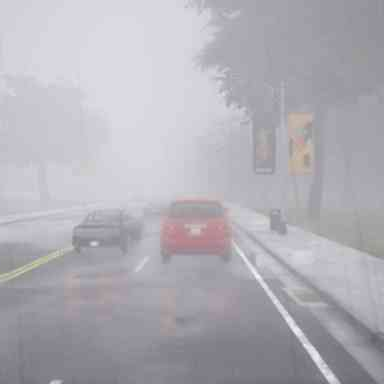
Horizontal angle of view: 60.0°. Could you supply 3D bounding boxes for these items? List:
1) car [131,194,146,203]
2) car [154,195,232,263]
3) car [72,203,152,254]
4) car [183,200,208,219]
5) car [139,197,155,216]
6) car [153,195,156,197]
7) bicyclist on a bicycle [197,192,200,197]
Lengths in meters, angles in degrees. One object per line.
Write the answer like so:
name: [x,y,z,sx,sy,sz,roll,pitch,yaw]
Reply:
car: [-9.229,1.055,57.579,2.097,1.767,4.553,0,0,1]
car: [0.157,1.159,11.897,2.150,2.045,5.566,0,1,1]
car: [-3.073,1.422,13.023,2.128,1.511,4.902,0,0,1]
car: [0.335,1.416,28.277,1.994,1.385,4.181,0,0,1]
car: [-2.916,1.416,28.256,1.994,1.385,4.181,0,0,1]
car: [-5.983,1.229,57.462,1.812,1.442,4.674,0,0,1]
bicyclist on a bicycle: [1.833,0.913,93.410,0.659,1.776,1.843,0,0,1]
